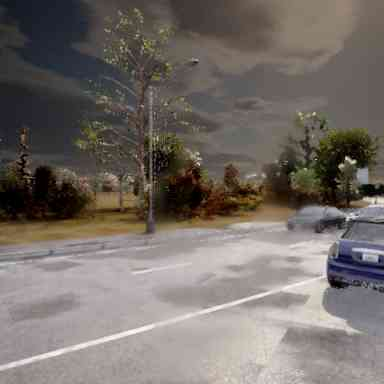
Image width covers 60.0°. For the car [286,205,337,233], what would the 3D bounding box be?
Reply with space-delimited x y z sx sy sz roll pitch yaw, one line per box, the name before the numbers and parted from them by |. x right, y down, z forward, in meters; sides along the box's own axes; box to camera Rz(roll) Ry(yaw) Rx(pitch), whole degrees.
car | 7.326 1.511 19.322 4.674 1.442 1.812 0 0 -43

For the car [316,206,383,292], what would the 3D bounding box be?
car | 5.252 1.342 8.022 4.553 1.767 2.097 0 0 -38
